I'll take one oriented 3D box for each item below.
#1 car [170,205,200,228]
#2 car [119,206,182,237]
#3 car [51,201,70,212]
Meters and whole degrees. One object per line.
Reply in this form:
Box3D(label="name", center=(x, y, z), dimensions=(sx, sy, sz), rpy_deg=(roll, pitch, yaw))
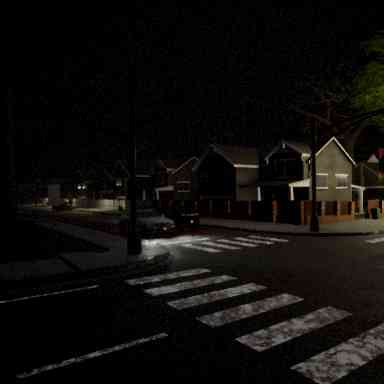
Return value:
Box3D(label="car", center=(-1.387, 1.656, 22.726), dimensions=(2.128, 1.511, 4.902), rpy_deg=(-1, 0, -35))
Box3D(label="car", center=(-2.798, 1.717, 19.744), dimensions=(1.812, 1.442, 4.674), rpy_deg=(-1, 0, -35))
Box3D(label="car", center=(-18.988, 2.000, 48.082), dimensions=(2.128, 1.511, 4.902), rpy_deg=(-1, 0, -34))
